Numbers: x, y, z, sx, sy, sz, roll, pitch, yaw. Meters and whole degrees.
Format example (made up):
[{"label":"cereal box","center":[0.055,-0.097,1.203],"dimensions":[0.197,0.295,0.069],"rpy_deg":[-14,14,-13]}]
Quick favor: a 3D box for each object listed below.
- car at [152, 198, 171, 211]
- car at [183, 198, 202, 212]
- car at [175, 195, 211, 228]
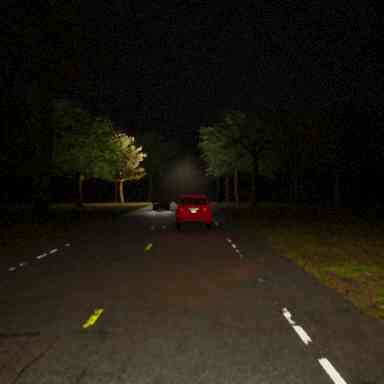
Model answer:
[{"label":"car","center":[-3.621,1.497,39.834],"dimensions":[1.837,1.490,4.892],"rpy_deg":[0,0,0]},{"label":"car","center":[0.072,1.484,39.758],"dimensions":[2.128,1.511,4.902],"rpy_deg":[0,0,0]},{"label":"car","center":[0.085,1.217,22.061],"dimensions":[2.150,2.045,5.566],"rpy_deg":[0,0,0]}]
